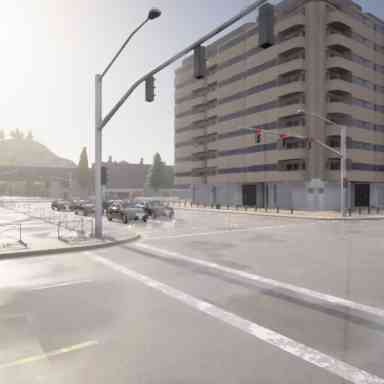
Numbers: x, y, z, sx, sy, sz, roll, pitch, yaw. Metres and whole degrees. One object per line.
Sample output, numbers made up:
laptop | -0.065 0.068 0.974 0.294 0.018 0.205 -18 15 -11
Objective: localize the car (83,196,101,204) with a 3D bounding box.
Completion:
car | -19.498 1.533 64.636 1.882 1.535 5.008 0 0 -35

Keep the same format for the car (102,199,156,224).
car | -5.094 1.547 25.773 2.128 1.511 4.902 0 0 -35

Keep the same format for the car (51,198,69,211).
car | -16.146 1.547 41.402 2.128 1.511 4.902 0 0 -35

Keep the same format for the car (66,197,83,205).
car | -22.039 1.619 62.167 1.994 1.385 4.181 0 0 -35

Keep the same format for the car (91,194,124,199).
car | -9.127 1.277 37.528 2.150 2.045 5.566 0 0 -35

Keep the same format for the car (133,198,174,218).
car | -3.427 1.547 29.477 2.128 1.511 4.902 0 0 -35

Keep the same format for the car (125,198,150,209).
car | -7.969 1.581 48.347 1.812 1.442 4.674 0 0 -35

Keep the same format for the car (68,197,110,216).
car | -10.341 1.547 33.186 2.128 1.511 4.902 0 0 -35
